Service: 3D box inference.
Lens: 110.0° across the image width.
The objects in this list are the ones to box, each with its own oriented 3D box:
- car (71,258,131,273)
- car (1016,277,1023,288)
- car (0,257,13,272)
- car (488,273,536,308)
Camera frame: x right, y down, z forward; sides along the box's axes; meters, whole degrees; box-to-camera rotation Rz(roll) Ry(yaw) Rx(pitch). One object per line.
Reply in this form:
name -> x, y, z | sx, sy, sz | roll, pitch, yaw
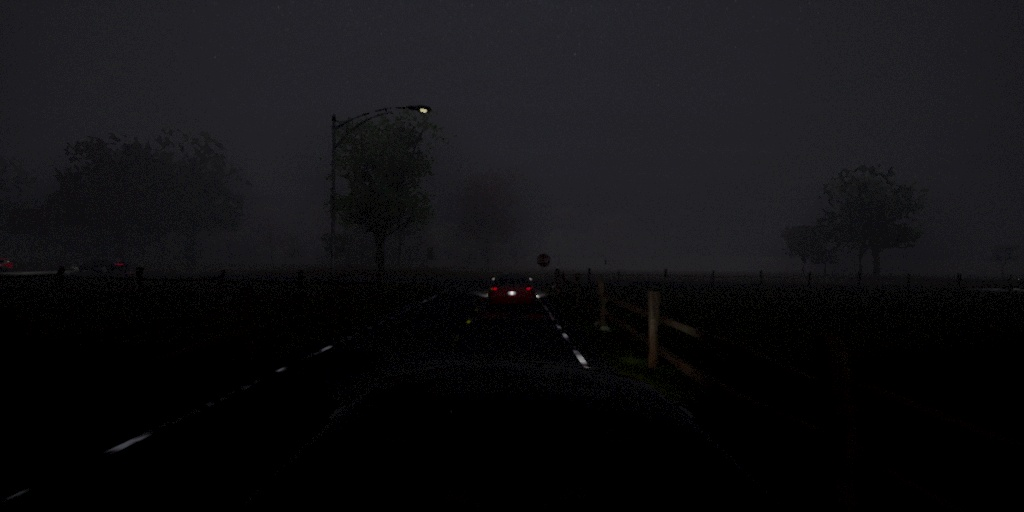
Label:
car -> -41.731, 0.941, 36.429 | 4.892, 1.490, 1.837 | 1, 0, 2
car -> 49.334, 2.126, 32.642 | 4.553, 1.767, 2.097 | 1, 0, 2
car -> -51.222, 0.471, 34.068 | 5.566, 2.045, 2.150 | 1, 0, 2
car -> 0.001, 1.447, 16.073 | 1.994, 1.385, 4.181 | 0, 0, 0
